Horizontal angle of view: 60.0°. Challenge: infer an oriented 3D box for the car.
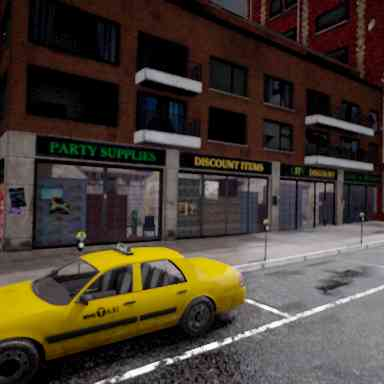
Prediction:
[{"bbox_3d":[-1.309,1.525,5.138,4.829,1.417,1.752,0,2,-35],"label":"car"}]
